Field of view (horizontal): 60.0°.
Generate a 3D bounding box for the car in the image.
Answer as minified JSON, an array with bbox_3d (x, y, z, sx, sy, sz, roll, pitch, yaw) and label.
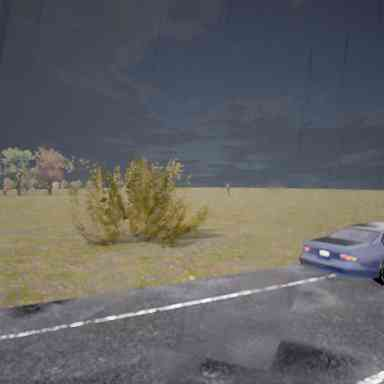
[{"bbox_3d":[5.544,1.587,9.450,5.357,1.411,2.033,0,0,-27],"label":"car"}]
